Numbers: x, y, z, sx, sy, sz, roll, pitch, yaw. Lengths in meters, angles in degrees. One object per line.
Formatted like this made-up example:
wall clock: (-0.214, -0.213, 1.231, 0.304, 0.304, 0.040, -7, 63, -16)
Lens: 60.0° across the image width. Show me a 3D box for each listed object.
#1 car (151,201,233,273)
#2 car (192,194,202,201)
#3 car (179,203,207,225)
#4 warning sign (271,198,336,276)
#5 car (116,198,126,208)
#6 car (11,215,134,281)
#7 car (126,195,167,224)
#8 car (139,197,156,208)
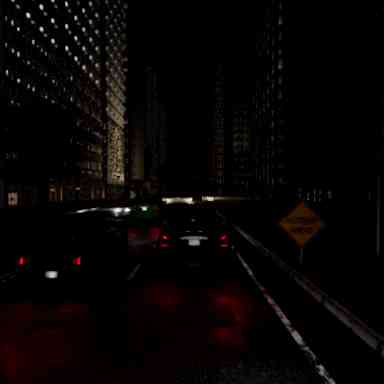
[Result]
car: (0.072, 1.346, 10.863, 2.097, 1.767, 4.553, 0, 0, 0)
car: (1.148, 1.316, 74.703, 2.097, 1.767, 4.553, 0, 0, 0)
car: (0.068, 1.589, 24.824, 1.895, 1.301, 4.718, 0, 0, 0)
warning sign: (2.867, 1.111, 8.706, 1.300, 1.860, 1.060, 1, 1, 0)
car: (-9.821, 1.578, 48.722, 1.895, 1.301, 4.718, 0, 0, 0)
car: (-3.185, 1.596, 9.809, 1.895, 1.301, 4.718, 0, 0, 0)
car: (-3.181, 1.212, 25.056, 2.150, 2.045, 5.566, 0, 0, 1)
car: (-6.564, 1.540, 49.820, 1.994, 1.385, 4.181, 0, 0, 0)
